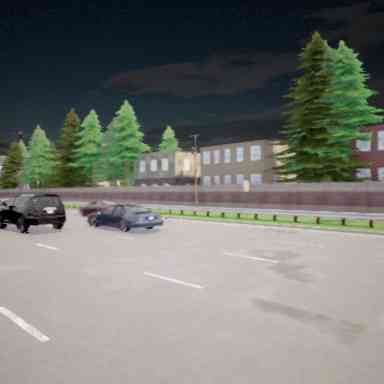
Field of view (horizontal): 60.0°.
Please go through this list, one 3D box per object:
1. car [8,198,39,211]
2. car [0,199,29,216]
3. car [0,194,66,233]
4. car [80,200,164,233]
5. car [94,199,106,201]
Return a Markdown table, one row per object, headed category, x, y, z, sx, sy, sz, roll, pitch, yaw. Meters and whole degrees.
| category | x | y | z | sx | sy | sz | roll | pitch | yaw |
| --- | --- | --- | --- | --- | --- | --- | --- | --- | --- |
| car | -19.728 | 1.387 | 38.899 | 4.181 | 1.385 | 1.994 | 0 | 1 | 44 |
| car | -18.002 | 1.417 | 32.391 | 5.357 | 1.411 | 2.033 | 0 | 1 | 44 |
| car | -9.325 | 1.129 | 19.206 | 5.566 | 2.045 | 2.150 | 0 | 1 | 44 |
| car | -3.914 | 1.400 | 18.871 | 5.357 | 1.411 | 2.033 | 0 | 1 | 44 |
| car | -7.352 | 1.335 | 27.020 | 4.674 | 1.442 | 1.812 | 0 | 1 | 44 |
